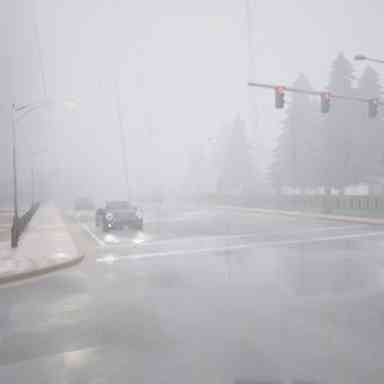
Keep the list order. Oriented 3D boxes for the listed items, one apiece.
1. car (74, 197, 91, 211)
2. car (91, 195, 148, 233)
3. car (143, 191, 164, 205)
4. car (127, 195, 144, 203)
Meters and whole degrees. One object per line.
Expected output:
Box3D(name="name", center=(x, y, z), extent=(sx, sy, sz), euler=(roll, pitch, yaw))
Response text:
Box3D(name="car", center=(-12.395, 1.364, 38.062), extent=(1.837, 1.490, 4.892), euler=(-1, 1, -23))
Box3D(name="car", center=(-4.362, 1.270, 19.513), extent=(2.097, 1.767, 4.553), euler=(-1, 1, -23))
Box3D(name="car", center=(-5.987, 0.828, 49.988), extent=(2.150, 2.045, 5.566), euler=(-1, 1, -23))
Box3D(name="car", center=(-10.254, 1.177, 59.728), extent=(1.895, 1.301, 4.718), euler=(-1, 1, -23))
